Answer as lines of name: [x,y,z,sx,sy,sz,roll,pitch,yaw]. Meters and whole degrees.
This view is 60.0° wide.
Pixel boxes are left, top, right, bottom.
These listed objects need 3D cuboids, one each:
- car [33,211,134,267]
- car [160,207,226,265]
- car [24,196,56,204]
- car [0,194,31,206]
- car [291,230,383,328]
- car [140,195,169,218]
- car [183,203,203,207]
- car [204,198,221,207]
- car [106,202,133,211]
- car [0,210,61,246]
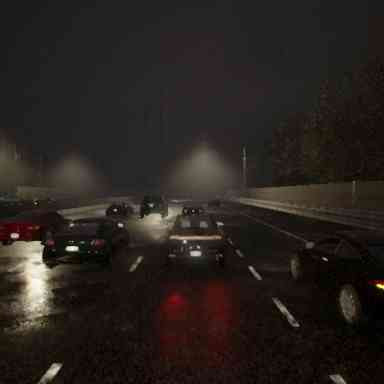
car: [-3.398,1.576,11.438,1.994,1.385,4.181,0,0,0]
car: [0.101,1.504,11.672,2.128,1.511,4.902,0,0,0]
car: [-17.587,1.555,39.591,1.837,1.490,4.892,0,0,0]
car: [-21.084,1.274,39.884,2.150,2.045,5.566,0,0,0]
car: [3.522,1.518,6.890,1.812,1.442,4.674,0,0,0]
car: [-3.397,1.259,30.575,2.150,2.045,5.566,0,0,0]
car: [0.102,1.638,29.927,1.895,1.301,4.718,0,0,0]
car: [3.497,1.623,53.525,1.994,1.385,4.181,0,0,0]
car: [-6.898,1.603,31.973,1.994,1.385,4.181,0,0,0]
car: [-6.900,1.542,15.246,1.812,1.442,4.674,0,0,0]
